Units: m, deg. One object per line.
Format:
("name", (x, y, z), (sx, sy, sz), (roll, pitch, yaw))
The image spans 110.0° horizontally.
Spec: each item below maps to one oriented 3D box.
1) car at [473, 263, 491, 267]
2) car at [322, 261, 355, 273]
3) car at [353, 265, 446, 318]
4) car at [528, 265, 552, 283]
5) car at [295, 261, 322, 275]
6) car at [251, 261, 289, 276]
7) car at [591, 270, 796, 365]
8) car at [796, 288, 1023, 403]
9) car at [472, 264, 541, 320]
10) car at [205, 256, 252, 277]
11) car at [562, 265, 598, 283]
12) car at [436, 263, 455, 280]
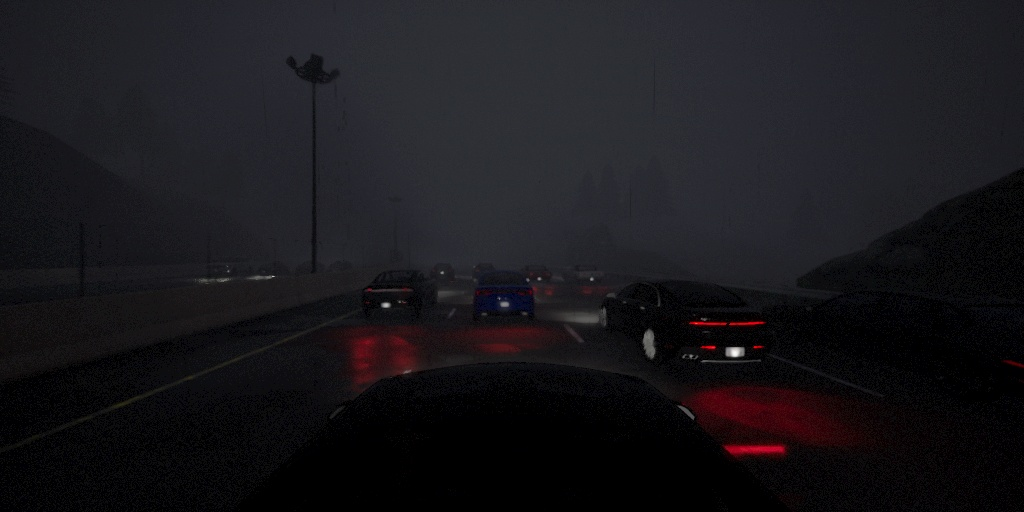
("car", (-2.293, 1.294, 30.206), (1.994, 1.385, 4.181), (0, 0, -9))
("car", (-18.271, 1.252, 38.517), (2.128, 1.511, 4.902), (0, 0, -13))
("car", (-3.886, 1.241, 13.029), (2.128, 1.511, 4.902), (0, 0, -4))
("car", (1.667, 1.324, 27.624), (1.895, 1.301, 4.718), (0, 0, -8))
("car", (-22.032, 1.246, 39.344), (1.882, 1.535, 5.008), (0, 0, -13))
("car", (-25.363, 1.303, 38.206), (1.812, 1.442, 4.674), (0, 0, -13))
("car", (3.385, 1.241, 7.998), (1.837, 1.490, 4.892), (0, 0, -2))
("car", (6.968, 1.277, 6.276), (2.033, 1.411, 5.357), (0, 0, -2))
("car", (-0.348, 1.219, 12.627), (1.882, 1.535, 5.008), (0, 0, -3))
("car", (-28.553, 1.008, 36.520), (2.150, 2.045, 5.566), (0, 0, -13))
("car", (5.264, 1.316, 27.118), (1.895, 1.301, 4.718), (0, 0, -8))
("car", (-5.915, 1.302, 30.754), (1.994, 1.385, 4.181), (0, 0, -9))
